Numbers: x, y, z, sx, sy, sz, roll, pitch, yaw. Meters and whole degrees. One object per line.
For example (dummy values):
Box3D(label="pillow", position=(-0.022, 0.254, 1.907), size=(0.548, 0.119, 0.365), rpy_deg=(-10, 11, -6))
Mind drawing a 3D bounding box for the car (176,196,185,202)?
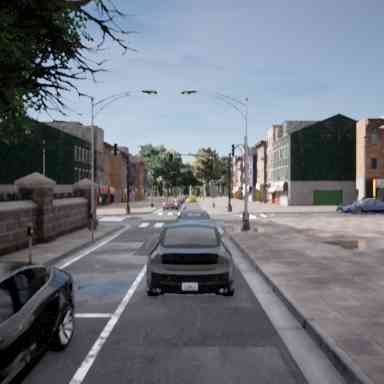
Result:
Box3D(label="car", position=(-2.649, 1.682, 79.845), size=(1.947, 1.339, 4.313), rpy_deg=(-1, 0, 0))

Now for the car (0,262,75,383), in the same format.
Box3D(label="car", position=(-2.644, 1.565, 3.481), size=(1.947, 1.339, 4.313), rpy_deg=(-1, 0, 0))

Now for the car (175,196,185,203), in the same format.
Box3D(label="car", position=(-2.649, 1.648, 74.410), size=(1.887, 1.381, 4.507), rpy_deg=(-1, 0, 0))

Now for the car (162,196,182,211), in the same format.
Box3D(label="car", position=(-2.648, 1.473, 41.802), size=(1.967, 1.590, 4.097), rpy_deg=(-1, 0, 0))

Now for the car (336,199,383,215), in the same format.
Box3D(label="car", position=(16.027, 1.302, 30.072), size=(5.357, 1.411, 2.033), rpy_deg=(-1, 1, 0))

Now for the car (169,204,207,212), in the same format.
Box3D(label="car", position=(0.099, 1.550, 16.220), size=(2.033, 1.411, 5.357), rpy_deg=(0, 0, 0))

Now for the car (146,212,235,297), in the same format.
Box3D(label="car", position=(-0.023, 1.504, 8.573), size=(1.837, 1.490, 4.892), rpy_deg=(0, 0, 0))

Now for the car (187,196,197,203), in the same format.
Box3D(label="car", position=(0.009, 1.575, 71.954), size=(1.882, 1.535, 5.008), rpy_deg=(0, 0, 0))

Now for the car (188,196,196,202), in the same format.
Box3D(label="car", position=(-0.003, 1.663, 82.388), size=(2.033, 1.411, 5.357), rpy_deg=(0, 0, 0))

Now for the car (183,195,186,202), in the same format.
Box3D(label="car", position=(-2.648, 1.621, 63.540), size=(1.887, 1.381, 4.507), rpy_deg=(-1, 0, 0))
